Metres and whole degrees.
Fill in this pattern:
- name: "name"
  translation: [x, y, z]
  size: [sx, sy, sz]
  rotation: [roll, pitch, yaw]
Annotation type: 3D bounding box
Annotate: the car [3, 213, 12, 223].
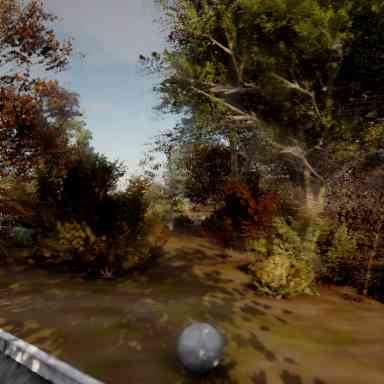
- name: "car"
  translation: [-19.052, 2.786, 32.296]
  size: [2.128, 1.511, 4.902]
  rotation: [-1, -4, 35]
